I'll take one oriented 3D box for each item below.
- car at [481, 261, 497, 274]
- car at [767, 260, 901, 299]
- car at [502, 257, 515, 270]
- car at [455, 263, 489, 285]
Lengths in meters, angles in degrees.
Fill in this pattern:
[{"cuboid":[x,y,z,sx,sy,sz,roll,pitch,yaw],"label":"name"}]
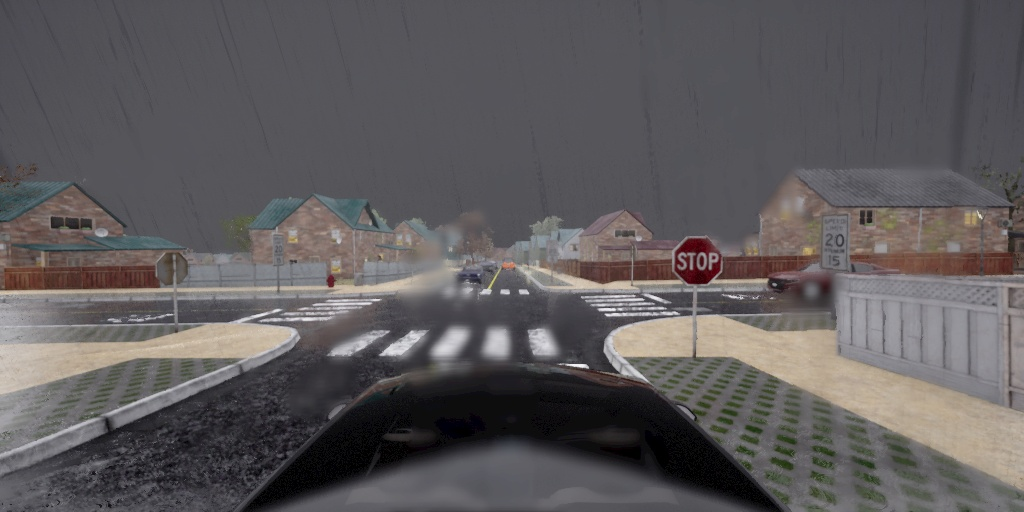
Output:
[{"cuboid":[-3.210,1.406,43.927,2.033,1.411,5.357,0,0,-1],"label":"car"},{"cuboid":[14.051,0.956,15.803,5.008,1.535,1.882,-1,2,0],"label":"car"},{"cuboid":[-0.565,1.301,57.714,2.097,1.767,4.553,0,0,-1],"label":"car"},{"cuboid":[-2.982,1.390,26.516,1.895,1.301,4.718,0,0,0],"label":"car"}]
